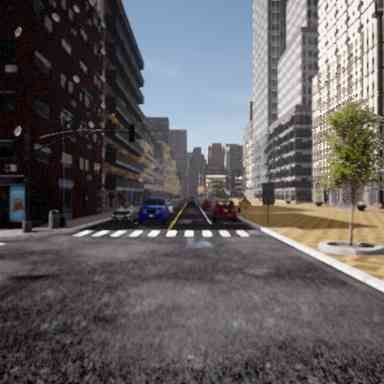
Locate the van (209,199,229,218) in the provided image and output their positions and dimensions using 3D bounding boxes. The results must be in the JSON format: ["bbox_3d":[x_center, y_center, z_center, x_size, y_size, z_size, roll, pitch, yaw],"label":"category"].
[{"bbox_3d":[2.670,1.657,34.013,1.690,1.788,3.998,0,-1,0],"label":"van"}]

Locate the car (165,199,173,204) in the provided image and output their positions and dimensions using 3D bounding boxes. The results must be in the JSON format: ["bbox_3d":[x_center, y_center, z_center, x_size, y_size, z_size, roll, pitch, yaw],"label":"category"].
[{"bbox_3d":[-5.732,2.378,83.744,1.887,1.381,4.507,0,-1,0],"label":"car"}]

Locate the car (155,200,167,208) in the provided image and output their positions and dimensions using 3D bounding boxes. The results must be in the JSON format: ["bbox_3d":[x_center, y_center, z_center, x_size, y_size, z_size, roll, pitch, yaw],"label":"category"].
[{"bbox_3d":[-5.722,2.179,61.639,1.802,1.307,4.206,0,-1,0],"label":"car"}]

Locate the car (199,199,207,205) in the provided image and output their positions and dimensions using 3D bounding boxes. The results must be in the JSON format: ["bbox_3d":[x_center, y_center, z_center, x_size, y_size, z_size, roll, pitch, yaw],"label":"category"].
[{"bbox_3d":[2.650,2.301,78.392,1.752,1.417,4.829,0,-1,0],"label":"car"}]

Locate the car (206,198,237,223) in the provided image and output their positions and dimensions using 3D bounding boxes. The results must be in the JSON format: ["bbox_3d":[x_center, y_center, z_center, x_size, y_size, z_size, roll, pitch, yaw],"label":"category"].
[{"bbox_3d":[2.672,1.577,28.487,2.192,1.841,5.009,0,-1,0],"label":"car"}]

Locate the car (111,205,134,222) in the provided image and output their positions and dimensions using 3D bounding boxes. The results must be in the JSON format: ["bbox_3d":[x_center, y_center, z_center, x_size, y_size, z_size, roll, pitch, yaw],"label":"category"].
[{"bbox_3d":[-5.706,1.812,28.481,2.008,1.369,4.403,0,-1,0],"label":"car"}]

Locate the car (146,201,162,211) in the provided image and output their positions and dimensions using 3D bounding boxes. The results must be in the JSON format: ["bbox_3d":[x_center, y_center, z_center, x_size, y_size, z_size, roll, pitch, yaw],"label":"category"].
[{"bbox_3d":[-5.717,2.026,50.585,1.887,1.381,4.507,0,-1,0],"label":"car"}]

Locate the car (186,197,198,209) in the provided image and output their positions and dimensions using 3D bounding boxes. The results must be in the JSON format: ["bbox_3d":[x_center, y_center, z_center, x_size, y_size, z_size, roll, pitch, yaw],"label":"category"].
[{"bbox_3d":[-0.027,2.057,57.259,1.837,1.490,4.892,0,-1,0],"label":"car"}]

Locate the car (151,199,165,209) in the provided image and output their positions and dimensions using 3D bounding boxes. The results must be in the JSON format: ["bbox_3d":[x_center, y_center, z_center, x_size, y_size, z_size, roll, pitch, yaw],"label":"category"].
[{"bbox_3d":[-5.721,1.979,56.114,1.967,1.590,4.097,0,-1,0],"label":"car"}]

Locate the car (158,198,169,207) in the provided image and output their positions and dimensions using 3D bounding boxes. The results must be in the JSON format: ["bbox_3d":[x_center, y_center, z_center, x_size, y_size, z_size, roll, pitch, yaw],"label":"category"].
[{"bbox_3d":[-5.726,2.095,67.166,1.967,1.590,4.097,0,-1,0],"label":"car"}]

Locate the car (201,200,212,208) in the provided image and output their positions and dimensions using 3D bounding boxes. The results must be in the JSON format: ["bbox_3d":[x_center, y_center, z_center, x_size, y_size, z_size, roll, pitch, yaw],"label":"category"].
[{"bbox_3d":[2.658,2.143,61.643,1.887,1.381,4.507,0,-1,0],"label":"car"}]

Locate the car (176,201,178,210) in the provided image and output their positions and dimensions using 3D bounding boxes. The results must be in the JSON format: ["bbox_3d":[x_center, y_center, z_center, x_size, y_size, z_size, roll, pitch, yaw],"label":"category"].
[{"bbox_3d":[-3.082,1.979,51.070,2.128,1.511,4.902,0,-1,0],"label":"car"}]

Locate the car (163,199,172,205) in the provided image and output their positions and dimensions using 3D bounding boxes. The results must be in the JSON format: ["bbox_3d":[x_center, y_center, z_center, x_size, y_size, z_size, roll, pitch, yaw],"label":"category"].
[{"bbox_3d":[-5.730,2.296,78.048,1.752,1.417,4.829,0,-1,0],"label":"car"}]

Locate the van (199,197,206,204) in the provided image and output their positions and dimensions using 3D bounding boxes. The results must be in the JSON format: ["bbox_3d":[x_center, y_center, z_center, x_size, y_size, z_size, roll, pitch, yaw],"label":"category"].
[{"bbox_3d":[2.647,2.175,83.749,1.690,1.788,3.998,0,-1,0],"label":"van"}]

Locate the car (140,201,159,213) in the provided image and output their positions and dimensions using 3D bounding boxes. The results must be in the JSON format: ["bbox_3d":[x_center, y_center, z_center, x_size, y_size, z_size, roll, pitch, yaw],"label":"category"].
[{"bbox_3d":[-5.715,1.976,45.060,2.008,1.369,4.403,0,-1,0],"label":"car"}]

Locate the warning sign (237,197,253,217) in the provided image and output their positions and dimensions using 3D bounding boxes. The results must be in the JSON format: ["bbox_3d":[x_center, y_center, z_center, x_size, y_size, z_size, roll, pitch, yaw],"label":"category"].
[{"bbox_3d":[5.057,1.409,31.746,1.300,1.860,1.060,0,0,0],"label":"warning sign"}]

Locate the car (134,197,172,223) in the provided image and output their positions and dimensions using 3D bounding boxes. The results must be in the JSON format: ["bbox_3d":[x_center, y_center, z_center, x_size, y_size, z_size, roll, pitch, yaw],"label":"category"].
[{"bbox_3d":[-3.118,1.479,28.090,2.150,2.045,5.566,0,-1,0],"label":"car"}]

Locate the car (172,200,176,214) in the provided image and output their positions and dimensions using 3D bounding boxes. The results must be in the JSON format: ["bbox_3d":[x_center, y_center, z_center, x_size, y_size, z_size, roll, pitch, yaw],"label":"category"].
[{"bbox_3d":[-3.109,1.884,38.440,1.812,1.442,4.674,0,-1,0],"label":"car"}]

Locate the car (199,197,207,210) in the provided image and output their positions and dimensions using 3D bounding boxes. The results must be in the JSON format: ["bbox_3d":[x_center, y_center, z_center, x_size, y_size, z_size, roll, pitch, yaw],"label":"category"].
[{"bbox_3d":[2.662,1.798,50.592,2.192,1.841,5.009,0,-1,0],"label":"car"}]
